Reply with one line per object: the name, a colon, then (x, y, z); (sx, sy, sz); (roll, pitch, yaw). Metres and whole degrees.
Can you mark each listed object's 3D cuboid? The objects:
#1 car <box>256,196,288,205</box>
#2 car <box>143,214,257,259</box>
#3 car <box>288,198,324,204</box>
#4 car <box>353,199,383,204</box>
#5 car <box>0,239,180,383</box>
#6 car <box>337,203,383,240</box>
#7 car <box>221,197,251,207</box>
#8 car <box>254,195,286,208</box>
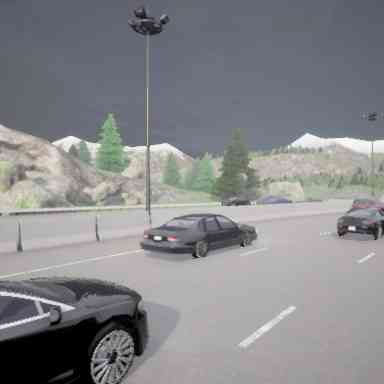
car: (10.881, 1.444, 42.912); (5.008, 1.535, 1.882); (0, 0, -39)
car: (0.480, 1.542, 12.722); (2.033, 1.411, 5.357); (0, 0, 39)
car: (14.657, 1.454, 41.450); (4.902, 1.511, 2.128); (0, 0, -38)
car: (14.843, 1.319, 27.607); (4.553, 1.767, 2.097); (0, 0, -42)
car: (-2.482, 1.494, 3.111); (2.128, 1.511, 4.902); (0, 0, 36)
car: (8.890, 1.506, 16.918); (1.812, 1.442, 4.674); (0, 0, 43)
car: (6.369, 1.449, 48.255); (5.008, 1.535, 1.882); (0, 0, -39)
car: (11.198, 1.316, 47.637); (4.553, 1.767, 2.097); (0, 0, -38)
